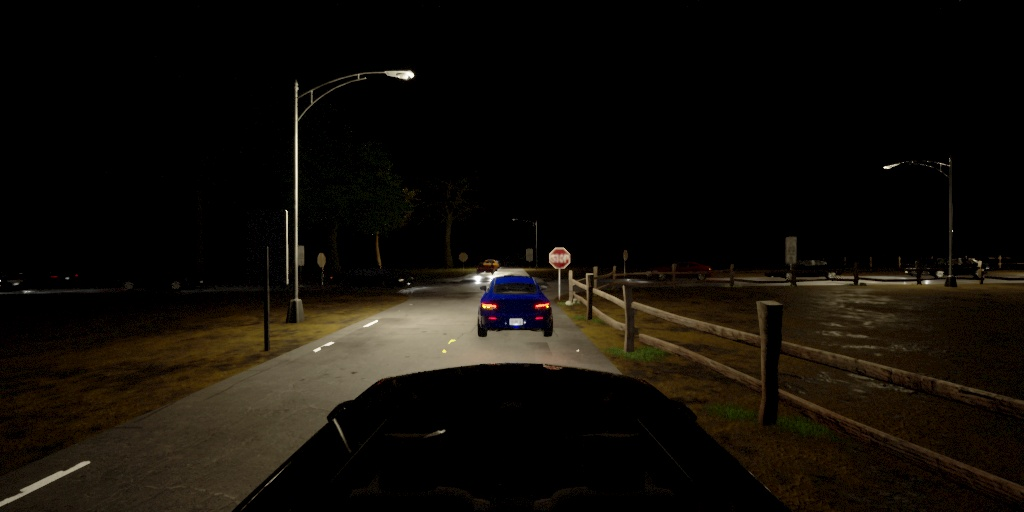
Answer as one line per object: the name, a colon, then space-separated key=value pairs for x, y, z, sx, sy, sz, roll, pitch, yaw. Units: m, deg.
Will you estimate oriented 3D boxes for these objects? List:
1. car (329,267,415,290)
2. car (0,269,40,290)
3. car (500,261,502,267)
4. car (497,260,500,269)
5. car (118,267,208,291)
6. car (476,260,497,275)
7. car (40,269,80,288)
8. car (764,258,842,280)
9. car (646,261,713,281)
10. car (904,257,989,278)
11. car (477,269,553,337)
car: x=-9.225 y=1.419 z=23.566 sx=5.357 sy=1.411 sz=2.033 roll=-1 pitch=1 yaw=11
car: x=-35.897 y=1.656 z=24.203 sx=4.902 sy=1.511 sz=2.128 roll=-1 pitch=1 yaw=0
car: x=-2.934 y=1.378 z=58.904 sx=2.033 sy=1.411 sz=5.357 roll=0 pitch=0 yaw=1
car: x=-2.955 y=1.274 z=49.075 sx=1.882 sy=1.535 sz=5.008 roll=0 pitch=0 yaw=0
car: x=-23.407 y=1.500 z=24.153 sx=5.008 sy=1.535 sz=1.882 roll=-1 pitch=1 yaw=0
car: x=-2.900 y=1.375 z=39.719 sx=1.895 sy=1.301 sz=4.718 roll=0 pitch=0 yaw=-2
car: x=-35.657 y=1.689 z=27.140 sx=4.181 sy=1.385 sz=1.994 roll=-1 pitch=1 yaw=0
car: x=21.760 y=0.952 z=26.963 sx=5.008 sy=1.535 sz=1.882 roll=-1 pitch=1 yaw=1
car: x=12.551 y=1.107 z=27.029 sx=4.674 sy=1.442 sz=1.812 roll=-1 pitch=1 yaw=2
car: x=32.542 y=0.852 z=26.919 sx=4.892 sy=1.490 sz=1.837 roll=-1 pitch=1 yaw=0
car: x=0.053 y=1.276 z=10.158 sx=1.812 sy=1.442 sz=4.674 roll=0 pitch=0 yaw=-1
